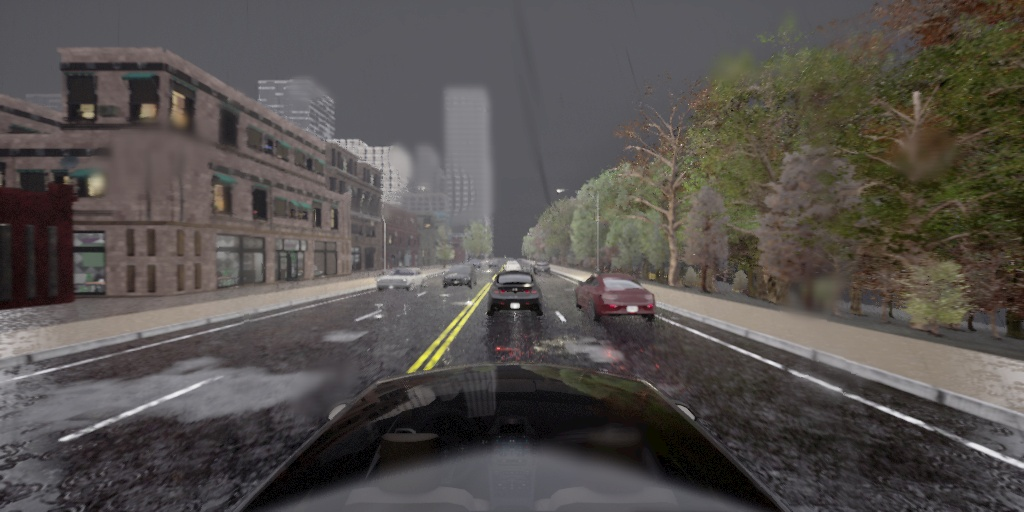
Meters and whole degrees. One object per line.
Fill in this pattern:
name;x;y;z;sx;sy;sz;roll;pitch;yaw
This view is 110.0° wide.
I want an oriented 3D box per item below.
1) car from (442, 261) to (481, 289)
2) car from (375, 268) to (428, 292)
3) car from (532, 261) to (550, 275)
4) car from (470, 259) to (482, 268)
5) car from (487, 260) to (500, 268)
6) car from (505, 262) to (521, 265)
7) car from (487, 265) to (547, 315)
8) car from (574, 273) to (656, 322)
car;-3.341;1.313;23.729;1.837;1.490;4.892;0;0;0
car;-6.595;1.405;21.816;1.895;1.301;4.718;0;0;0
car;3.358;1.347;41.669;2.128;1.511;4.902;0;0;0
car;-6.515;1.259;62.871;2.097;1.767;4.553;0;0;0
car;-3.263;1.408;64.482;1.837;1.490;4.892;0;0;1
car;0.109;1.386;43.612;1.812;1.442;4.674;0;0;0
car;0.102;1.289;13.618;1.837;1.490;4.892;0;0;0
car;3.353;1.304;12.286;1.812;1.442;4.674;0;0;0
